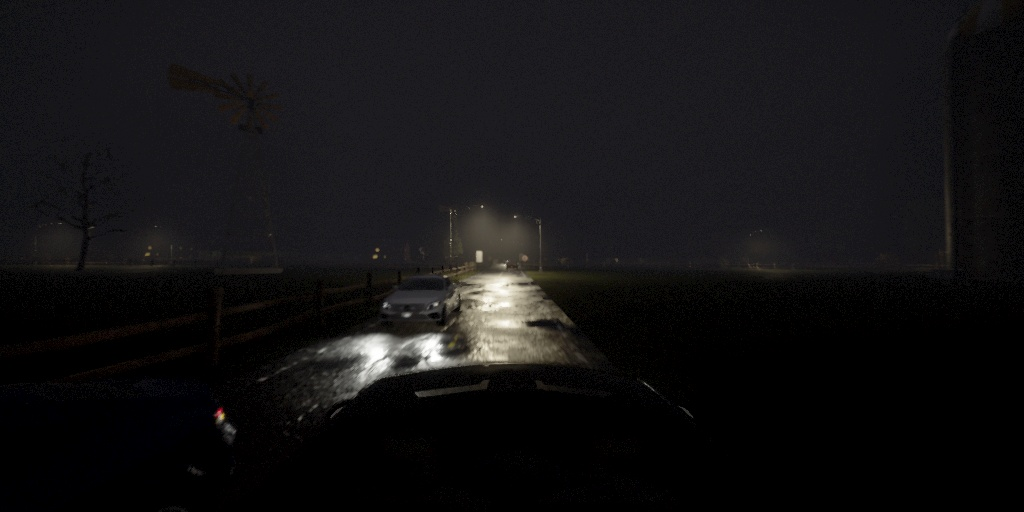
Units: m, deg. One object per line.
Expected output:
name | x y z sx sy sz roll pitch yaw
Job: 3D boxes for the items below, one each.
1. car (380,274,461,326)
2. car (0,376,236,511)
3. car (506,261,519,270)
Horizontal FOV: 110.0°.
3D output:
car | -2.839 1.341 12.054 1.812 1.442 4.674 0 0 0
car | -2.859 1.280 0.657 1.812 1.442 4.674 0 0 1
car | 0.102 1.502 57.665 1.882 1.535 5.008 0 0 4
